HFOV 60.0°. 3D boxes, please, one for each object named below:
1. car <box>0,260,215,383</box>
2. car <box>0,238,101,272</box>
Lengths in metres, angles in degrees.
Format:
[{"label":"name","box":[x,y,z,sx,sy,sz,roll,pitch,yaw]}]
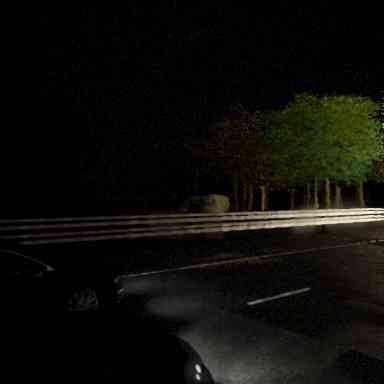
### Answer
[{"label":"car","box":[-1.814,1.561,2.450,4.181,1.385,1.994,1,-1,-35]},{"label":"car","box":[-3.553,1.506,5.509,4.892,1.490,1.837,1,-1,-35]}]
